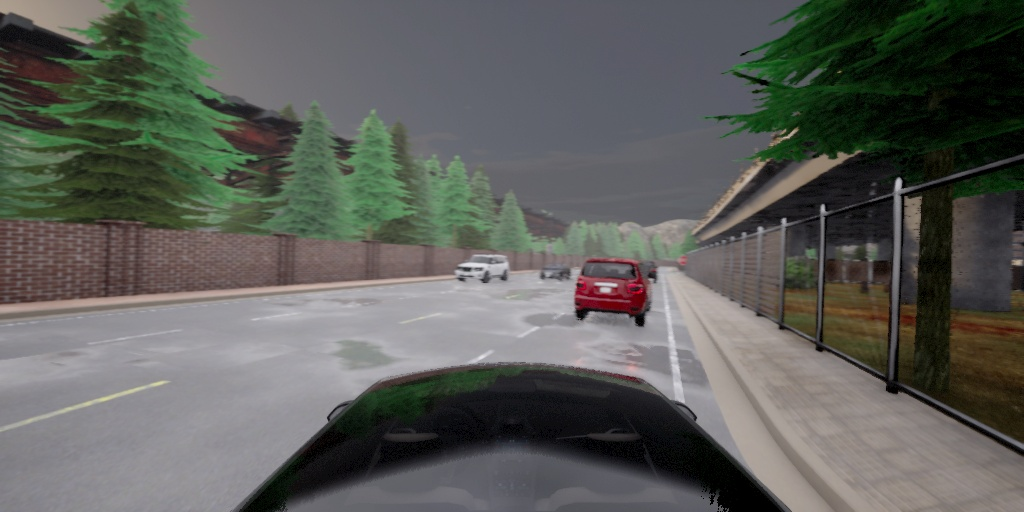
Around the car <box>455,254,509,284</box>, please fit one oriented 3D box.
[{"bbox_3d":[-2.025,0.900,26.613,2.150,2.045,5.566,2,0,22],"label":"car"}]

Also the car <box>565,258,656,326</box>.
[{"bbox_3d":[3.766,1.117,12.836,2.150,2.045,5.566,2,0,23],"label":"car"}]

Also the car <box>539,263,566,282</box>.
[{"bbox_3d":[3.914,1.397,31.864,2.128,1.511,4.902,2,0,23],"label":"car"}]

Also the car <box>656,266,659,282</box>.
[{"bbox_3d":[13.130,1.479,35.304,2.150,2.045,5.566,2,0,22],"label":"car"}]
